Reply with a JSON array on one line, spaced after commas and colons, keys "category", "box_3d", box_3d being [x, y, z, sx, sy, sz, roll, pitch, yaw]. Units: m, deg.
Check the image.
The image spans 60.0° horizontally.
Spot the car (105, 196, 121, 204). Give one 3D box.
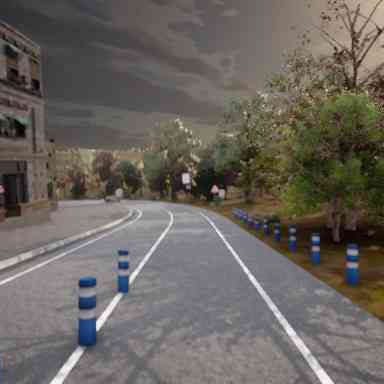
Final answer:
[{"category": "car", "box_3d": [-15.401, 1.483, 64.538, 1.837, 1.490, 4.892, -3, 2, -33]}]

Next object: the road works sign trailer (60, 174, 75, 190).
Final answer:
[{"category": "road works sign trailer", "box_3d": [-31.206, -2.381, 84.509, 3.560, 2.380, 2.880, 51, 19, 19]}]
